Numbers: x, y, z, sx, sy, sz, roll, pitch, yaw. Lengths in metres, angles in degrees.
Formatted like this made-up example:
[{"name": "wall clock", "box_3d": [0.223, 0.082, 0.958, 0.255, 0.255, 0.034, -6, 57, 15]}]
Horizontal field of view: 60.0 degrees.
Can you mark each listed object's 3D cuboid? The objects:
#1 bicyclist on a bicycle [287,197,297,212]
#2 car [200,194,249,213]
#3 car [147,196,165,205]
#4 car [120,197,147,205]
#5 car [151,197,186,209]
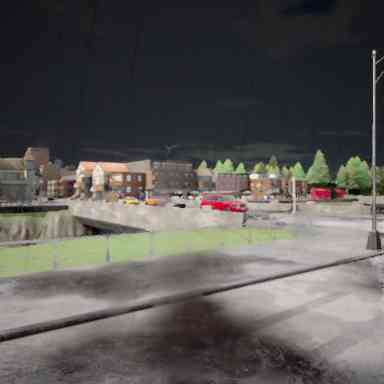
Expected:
[{"name": "bicyclist on a bicycle", "box_3d": [10.836, 1.362, 36.095, 1.656, 1.620, 0.582, 0, 0, -36]}, {"name": "car", "box_3d": [3.077, 1.231, 32.508, 2.150, 2.045, 5.566, 0, 0, -36]}, {"name": "car", "box_3d": [-5.488, 1.362, 51.715, 2.097, 1.767, 4.553, 0, 0, -36]}, {"name": "car", "box_3d": [-9.118, 1.486, 49.644, 1.882, 1.535, 5.008, 0, 1, -35]}, {"name": "car", "box_3d": [-2.649, 1.610, 40.525, 1.895, 1.301, 4.718, 0, 0, -35]}]
